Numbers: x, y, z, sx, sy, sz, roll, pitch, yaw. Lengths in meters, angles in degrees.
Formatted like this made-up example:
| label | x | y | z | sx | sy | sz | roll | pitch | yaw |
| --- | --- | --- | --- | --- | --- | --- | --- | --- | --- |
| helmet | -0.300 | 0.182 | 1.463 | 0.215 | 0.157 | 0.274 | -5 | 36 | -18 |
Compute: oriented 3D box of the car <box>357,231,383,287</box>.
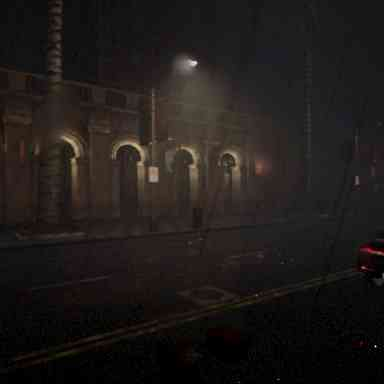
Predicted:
| label | x | y | z | sx | sy | sz | roll | pitch | yaw |
| --- | --- | --- | --- | --- | --- | --- | --- | --- | --- |
| car | 5.883 | 1.453 | 7.977 | 4.902 | 1.511 | 2.128 | 0 | 0 | -36 |
